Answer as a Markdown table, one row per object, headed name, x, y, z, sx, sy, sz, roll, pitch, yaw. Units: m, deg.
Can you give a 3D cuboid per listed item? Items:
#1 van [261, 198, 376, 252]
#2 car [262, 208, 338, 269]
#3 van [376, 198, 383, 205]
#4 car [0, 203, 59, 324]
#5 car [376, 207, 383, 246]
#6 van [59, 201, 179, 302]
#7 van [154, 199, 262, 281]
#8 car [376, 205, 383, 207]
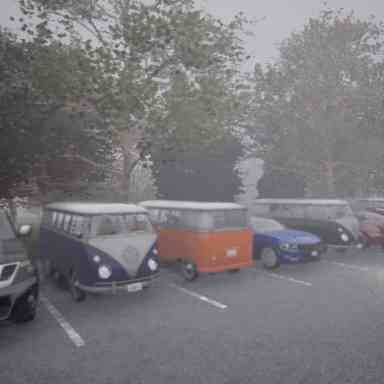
| name | x | y | z | sx | sy | sz | roll | pitch | yaw |
| --- | --- | --- | --- | --- | --- | --- | --- | --- | --- |
| van | 4.377 | 1.267 | 13.065 | 1.878 | 1.987 | 4.442 | 0 | 0 | -36 |
| car | 2.045 | 1.488 | 11.537 | 2.097 | 1.535 | 5.008 | 0 | 0 | -36 |
| van | 10.887 | 1.311 | 17.997 | 1.878 | 1.987 | 4.442 | 1 | 0 | -36 |
| car | -4.695 | 1.229 | 6.677 | 2.435 | 2.045 | 5.566 | 0 | 0 | -36 |
| car | 6.535 | 1.531 | 14.778 | 2.163 | 1.488 | 4.792 | 0 | 0 | -36 |
| van | -2.390 | 1.257 | 8.215 | 1.878 | 1.987 | 4.442 | 0 | 0 | -36 |
| van | -0.273 | 1.260 | 10.016 | 1.878 | 1.987 | 4.442 | 0 | 0 | -36 |
| car | 8.682 | 1.545 | 16.313 | 2.163 | 1.488 | 4.792 | 1 | 0 | -36 |
